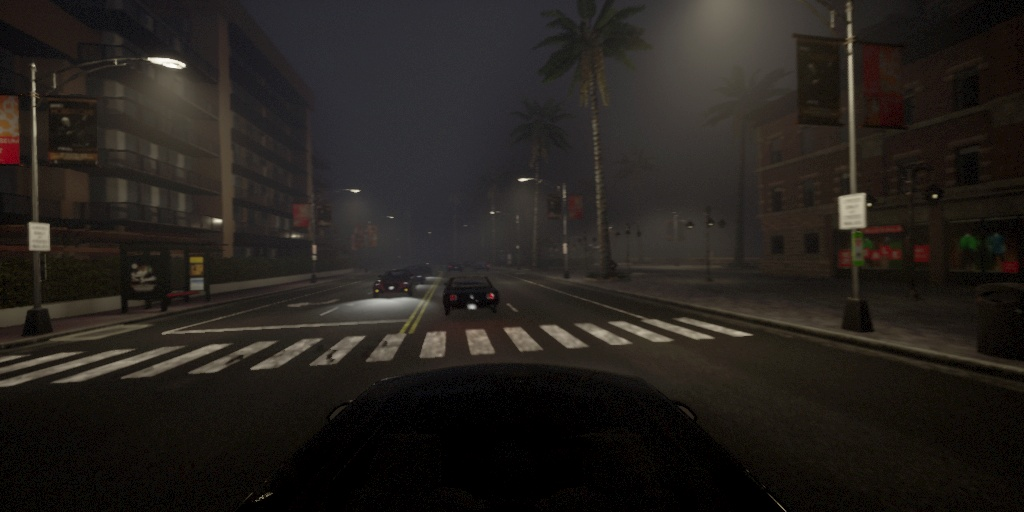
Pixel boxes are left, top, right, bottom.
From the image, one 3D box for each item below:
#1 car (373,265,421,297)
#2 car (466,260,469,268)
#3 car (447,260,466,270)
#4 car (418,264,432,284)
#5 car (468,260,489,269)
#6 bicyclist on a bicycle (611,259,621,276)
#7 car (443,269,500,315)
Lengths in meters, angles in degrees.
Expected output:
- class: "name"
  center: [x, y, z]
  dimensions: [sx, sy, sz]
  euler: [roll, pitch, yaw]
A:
- class: "car"
  center: [-6.504, 1.460, 20.321]
  dimensions: [1.994, 1.385, 4.181]
  euler: [-1, 0, -10]
- class: "car"
  center: [-7.337, 1.393, 59.638]
  dimensions: [1.882, 1.535, 5.008]
  euler: [-1, 0, -21]
- class: "car"
  center: [-7.795, 1.490, 48.882]
  dimensions: [1.994, 1.385, 4.181]
  euler: [-1, 0, -13]
- class: "car"
  center: [-8.049, 1.478, 29.527]
  dimensions: [2.033, 1.411, 5.357]
  euler: [-1, 0, -9]
- class: "car"
  center: [-4.353, 1.396, 49.504]
  dimensions: [2.033, 1.411, 5.357]
  euler: [-1, 0, -13]
- class: "bicyclist on a bicycle"
  center: [7.199, 0.890, 26.084]
  dimensions: [1.656, 1.620, 0.582]
  euler: [-2, 0, -10]
- class: "car"
  center: [-1.691, 1.389, 14.003]
  dimensions: [1.895, 1.301, 4.718]
  euler: [-1, 0, -10]
